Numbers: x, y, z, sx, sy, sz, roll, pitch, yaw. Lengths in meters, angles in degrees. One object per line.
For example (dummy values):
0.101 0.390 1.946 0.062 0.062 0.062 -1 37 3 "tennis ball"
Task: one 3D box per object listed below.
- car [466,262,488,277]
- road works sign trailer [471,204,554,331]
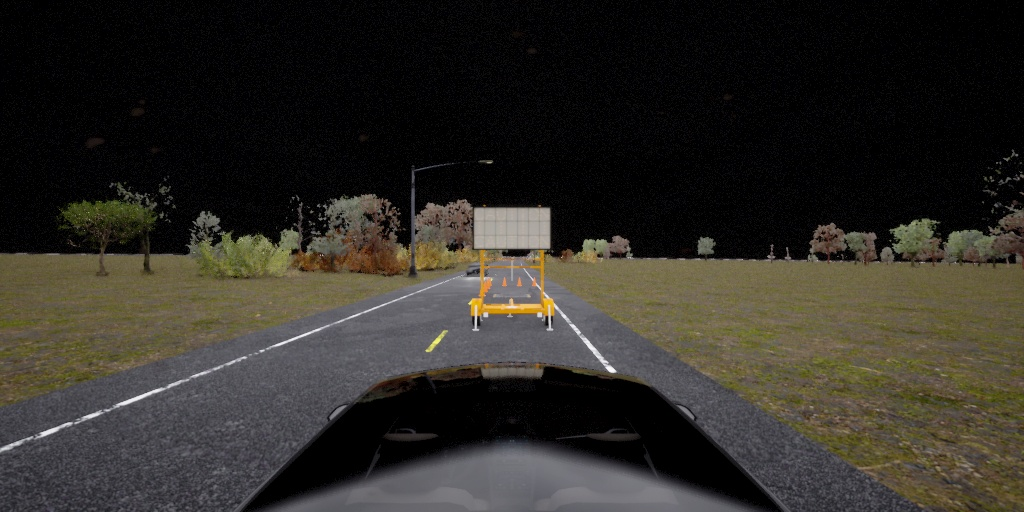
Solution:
-3.460 1.342 36.346 1.994 1.385 4.181 0 0 0 "car"
0.003 0.221 11.036 2.380 3.560 2.880 0 0 -1 "road works sign trailer"
